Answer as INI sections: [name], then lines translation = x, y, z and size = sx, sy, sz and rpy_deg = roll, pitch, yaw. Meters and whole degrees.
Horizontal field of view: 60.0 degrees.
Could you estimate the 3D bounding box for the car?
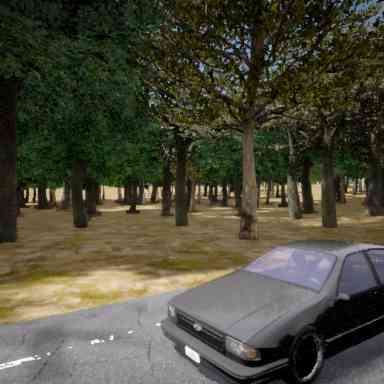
[car]
translation = 2.189, 1.544, 5.496
size = 5.357, 1.411, 2.033
rpy_deg = 0, 0, -35
